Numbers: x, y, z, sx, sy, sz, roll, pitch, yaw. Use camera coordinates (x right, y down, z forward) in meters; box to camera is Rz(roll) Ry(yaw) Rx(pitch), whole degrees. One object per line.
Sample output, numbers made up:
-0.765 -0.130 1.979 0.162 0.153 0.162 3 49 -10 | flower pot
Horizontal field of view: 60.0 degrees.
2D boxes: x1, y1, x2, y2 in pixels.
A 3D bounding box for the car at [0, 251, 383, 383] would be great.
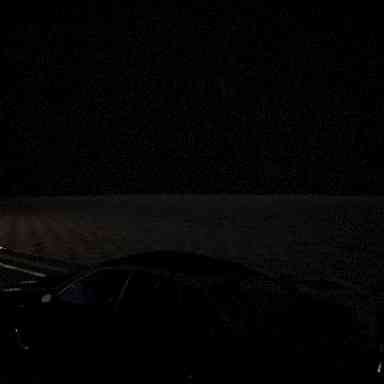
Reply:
-0.445 1.538 4.307 5.357 1.411 2.033 0 0 35 | car
